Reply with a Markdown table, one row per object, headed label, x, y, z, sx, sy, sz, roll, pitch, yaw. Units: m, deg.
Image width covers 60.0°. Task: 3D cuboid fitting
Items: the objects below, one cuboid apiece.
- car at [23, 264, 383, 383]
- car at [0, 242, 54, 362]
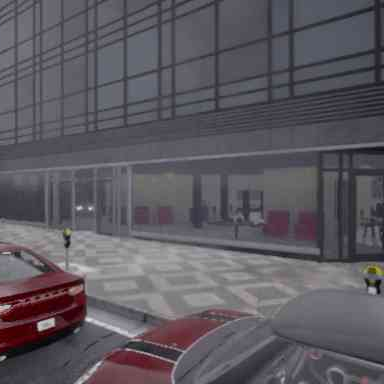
| label | x | y | z | sx | sy | sz | roll | pitch | yaw |
| --- | --- | --- | --- | --- | --- | --- | --- | --- | --- |
| car | 0.955 | 1.437 | 2.176 | 4.097 | 1.590 | 1.967 | 1 | 0 | 35 |
| car | -3.626 | 1.495 | 5.441 | 4.507 | 1.381 | 1.887 | 1 | 0 | 35 |
